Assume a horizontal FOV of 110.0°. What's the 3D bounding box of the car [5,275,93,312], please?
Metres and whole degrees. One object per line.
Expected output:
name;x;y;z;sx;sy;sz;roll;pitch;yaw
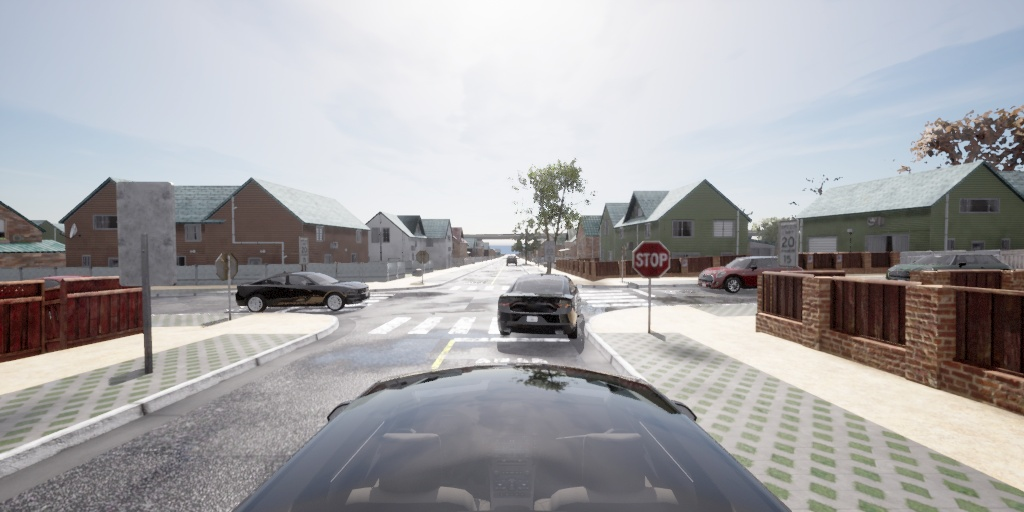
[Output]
car;-18.030;1.546;14.683;5.008;1.535;1.882;-1;2;0

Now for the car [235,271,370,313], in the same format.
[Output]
car;-8.477;1.376;14.752;5.008;1.535;1.882;-1;2;0

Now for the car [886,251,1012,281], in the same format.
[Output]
car;21.691;0.645;17.926;4.553;1.767;2.097;-1;2;0

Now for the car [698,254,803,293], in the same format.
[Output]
car;11.796;0.819;17.849;4.553;1.767;2.097;-1;2;0

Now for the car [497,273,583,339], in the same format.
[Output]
car;0.953;1.224;10.232;1.882;1.535;5.008;0;0;12
